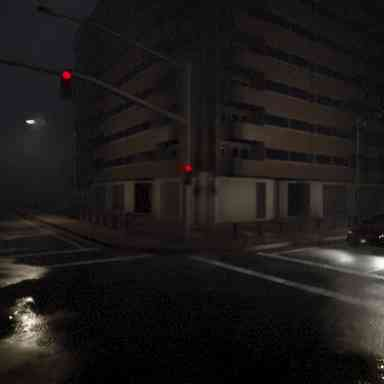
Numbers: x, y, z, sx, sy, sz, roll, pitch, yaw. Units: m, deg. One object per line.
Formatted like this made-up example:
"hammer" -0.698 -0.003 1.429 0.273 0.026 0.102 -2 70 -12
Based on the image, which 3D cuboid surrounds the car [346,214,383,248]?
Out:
"car" 8.623 1.662 14.372 4.674 1.442 1.812 1 0 -35
